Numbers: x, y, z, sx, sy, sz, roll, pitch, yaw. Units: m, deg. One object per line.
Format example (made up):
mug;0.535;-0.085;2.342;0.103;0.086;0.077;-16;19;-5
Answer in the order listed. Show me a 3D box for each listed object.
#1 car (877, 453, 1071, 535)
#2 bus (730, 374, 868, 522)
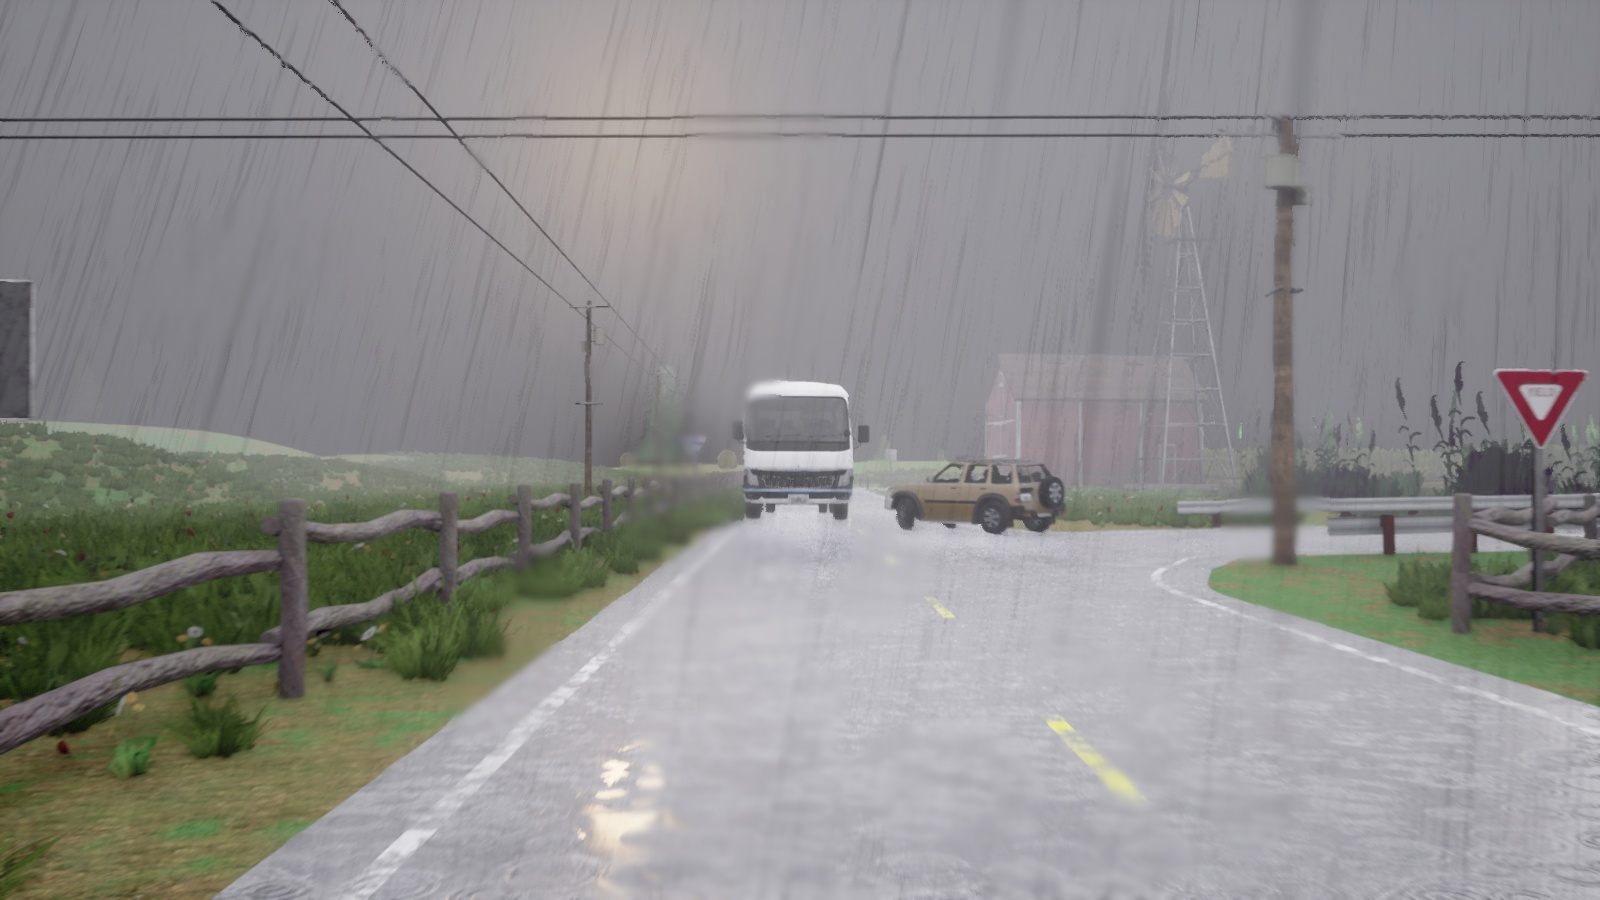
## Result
car;4.240;1.056;31.249;1.932;1.855;4.605;-1;0;-41
bus;-0.074;0.023;41.269;3.944;4.253;10.273;0;-1;0
